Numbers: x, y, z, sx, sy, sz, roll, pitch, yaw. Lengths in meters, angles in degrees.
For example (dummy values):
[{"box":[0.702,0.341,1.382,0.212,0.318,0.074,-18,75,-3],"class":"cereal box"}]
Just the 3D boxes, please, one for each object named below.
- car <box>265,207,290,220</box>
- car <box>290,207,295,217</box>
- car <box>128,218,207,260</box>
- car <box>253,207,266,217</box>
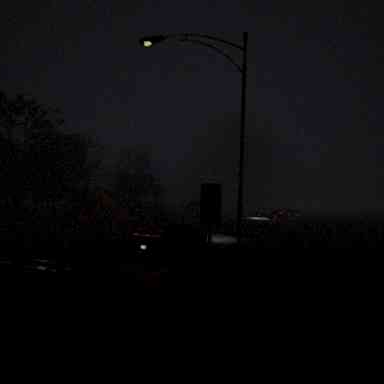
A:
[{"box":[11.047,2.809,42.768,1.812,1.442,4.674,1,-1,23],"class":"car"},{"box":[14.984,3.062,52.298,2.128,1.511,4.902,2,-1,23],"class":"car"},{"box":[-0.859,1.886,14.462,2.128,1.511,4.902,2,-1,23],"class":"car"},{"box":[10.195,2.890,47.983,2.033,1.411,5.357,2,-1,23],"class":"car"}]
